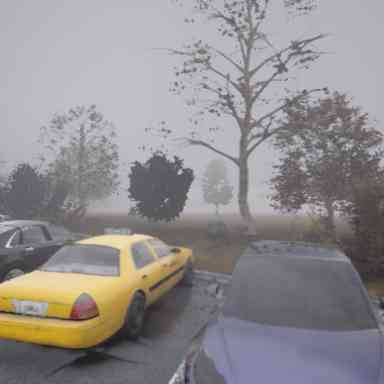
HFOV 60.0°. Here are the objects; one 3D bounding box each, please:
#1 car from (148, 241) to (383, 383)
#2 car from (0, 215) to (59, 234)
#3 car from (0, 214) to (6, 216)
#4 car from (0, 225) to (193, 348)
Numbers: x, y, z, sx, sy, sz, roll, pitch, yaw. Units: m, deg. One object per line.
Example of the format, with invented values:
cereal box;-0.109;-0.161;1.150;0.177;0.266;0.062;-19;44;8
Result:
car;1.363;1.513;4.502;2.163;1.488;4.792;1;-1;15
car;-4.161;1.476;8.467;2.231;1.521;4.892;0;-1;16
car;-6.917;1.470;10.449;2.231;1.521;4.892;1;-1;16
car;-1.352;1.479;6.681;1.946;1.575;5.366;0;-1;16
